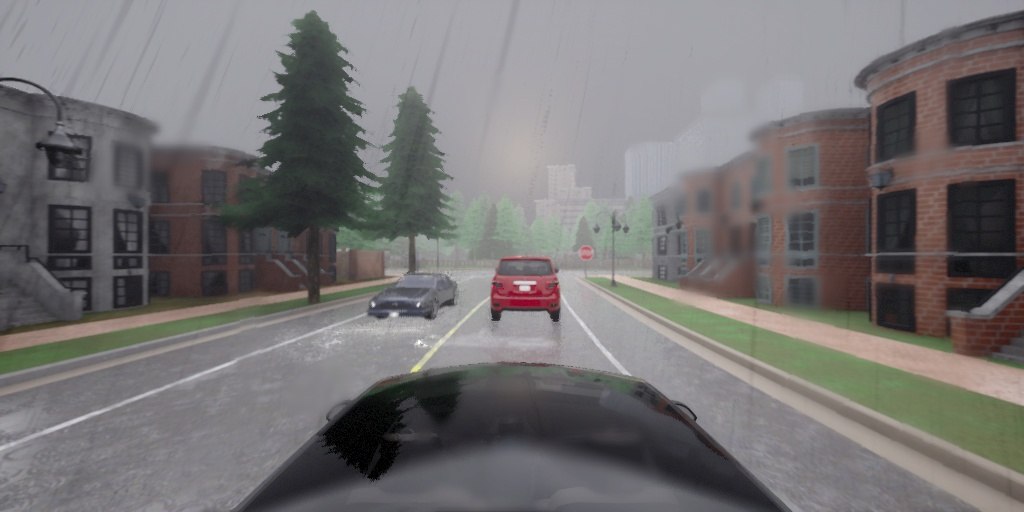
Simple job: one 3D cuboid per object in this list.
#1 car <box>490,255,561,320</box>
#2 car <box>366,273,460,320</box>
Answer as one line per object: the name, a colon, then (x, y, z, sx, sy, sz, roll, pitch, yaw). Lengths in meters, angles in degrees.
car: (0.520, 0.995, 12.857, 2.150, 2.045, 5.566, 0, 0, 3)
car: (-3.226, 1.315, 12.984, 2.033, 1.411, 5.357, 0, 0, 4)
